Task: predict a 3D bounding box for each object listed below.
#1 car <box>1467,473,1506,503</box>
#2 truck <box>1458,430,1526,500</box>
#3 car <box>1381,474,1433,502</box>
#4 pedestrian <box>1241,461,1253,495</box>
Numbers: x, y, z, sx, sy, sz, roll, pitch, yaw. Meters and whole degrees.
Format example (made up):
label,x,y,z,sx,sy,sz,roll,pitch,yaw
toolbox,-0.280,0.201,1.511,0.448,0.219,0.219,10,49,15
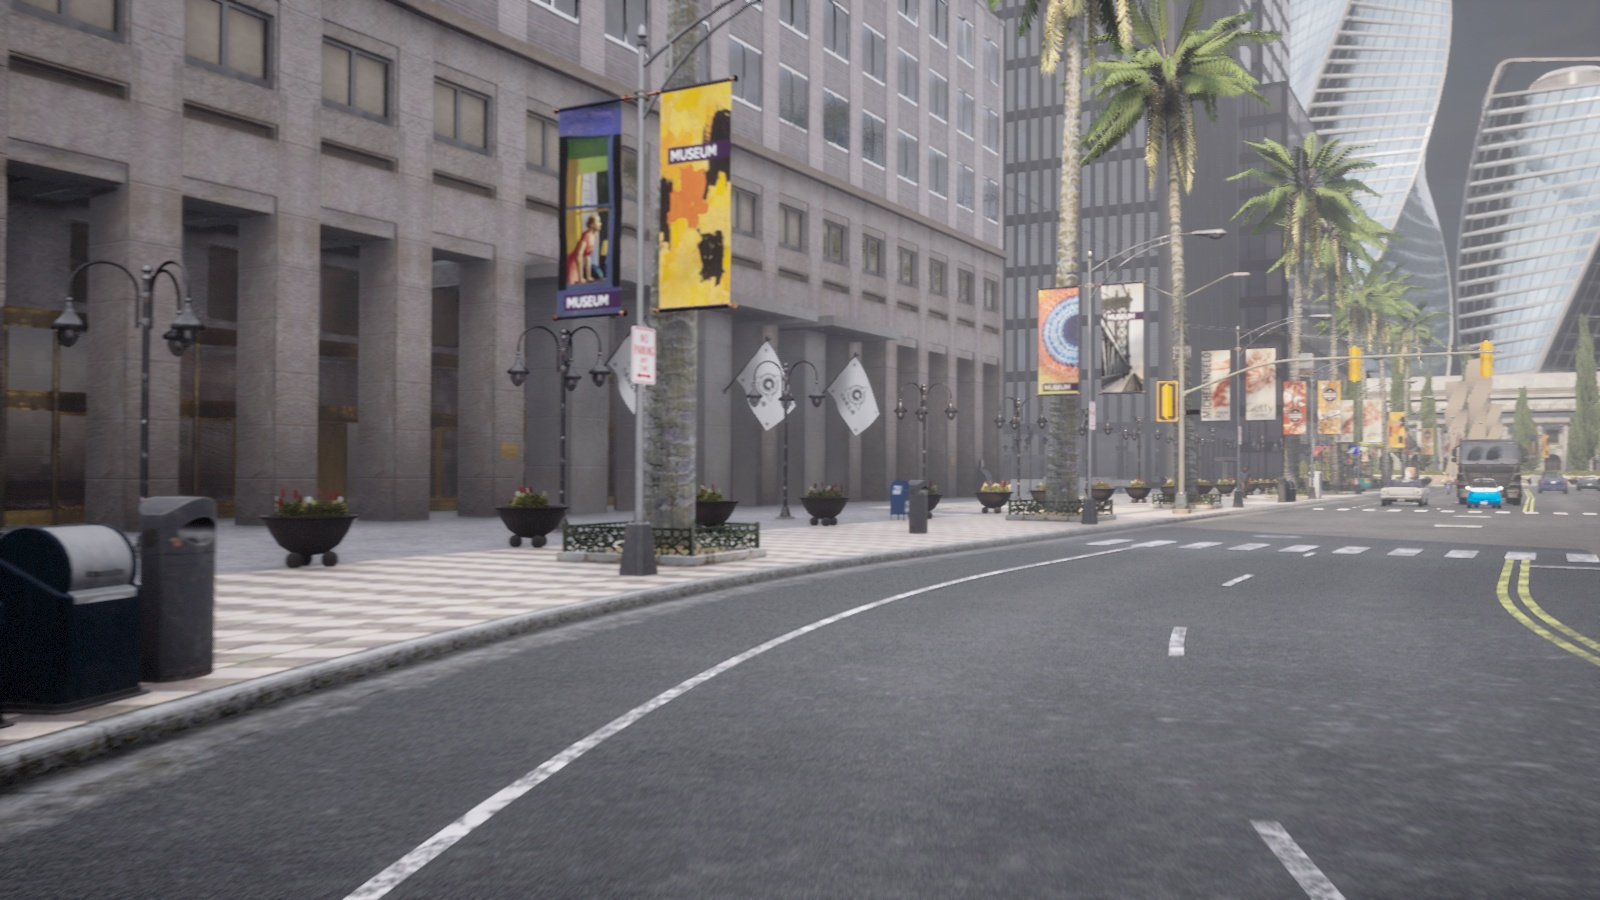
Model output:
label,x,y,z,sx,sy,sz,roll,pitch,yaw
car,31.667,1.740,57.885,1.481,1.376,2.207,-1,-1,30
truck,36.570,0.828,66.234,2.891,3.462,7.936,-1,-1,30
car,29.814,1.854,61.630,1.895,1.301,4.718,-1,-1,30
pedestrian,24.452,1.545,68.635,0.540,1.848,0.694,-1,-1,26
